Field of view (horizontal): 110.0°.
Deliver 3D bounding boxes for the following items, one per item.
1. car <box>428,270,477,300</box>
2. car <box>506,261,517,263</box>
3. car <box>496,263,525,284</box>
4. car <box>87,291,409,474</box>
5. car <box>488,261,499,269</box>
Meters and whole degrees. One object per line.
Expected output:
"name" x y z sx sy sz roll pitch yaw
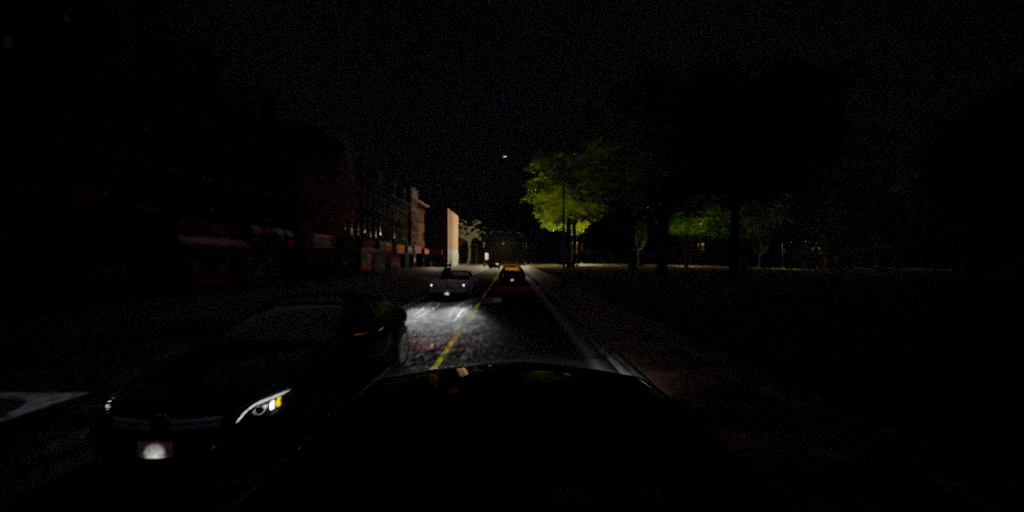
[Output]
"car" -2.893 1.392 18.239 1.895 1.301 4.718 0 0 0
"car" -0.055 1.343 44.088 1.882 1.535 5.008 0 0 0
"car" 0.008 1.411 27.346 1.895 1.301 4.718 0 0 0
"car" -2.856 1.286 5.196 1.812 1.442 4.674 0 0 0
"car" -2.996 1.533 61.885 2.033 1.411 5.357 0 0 0
